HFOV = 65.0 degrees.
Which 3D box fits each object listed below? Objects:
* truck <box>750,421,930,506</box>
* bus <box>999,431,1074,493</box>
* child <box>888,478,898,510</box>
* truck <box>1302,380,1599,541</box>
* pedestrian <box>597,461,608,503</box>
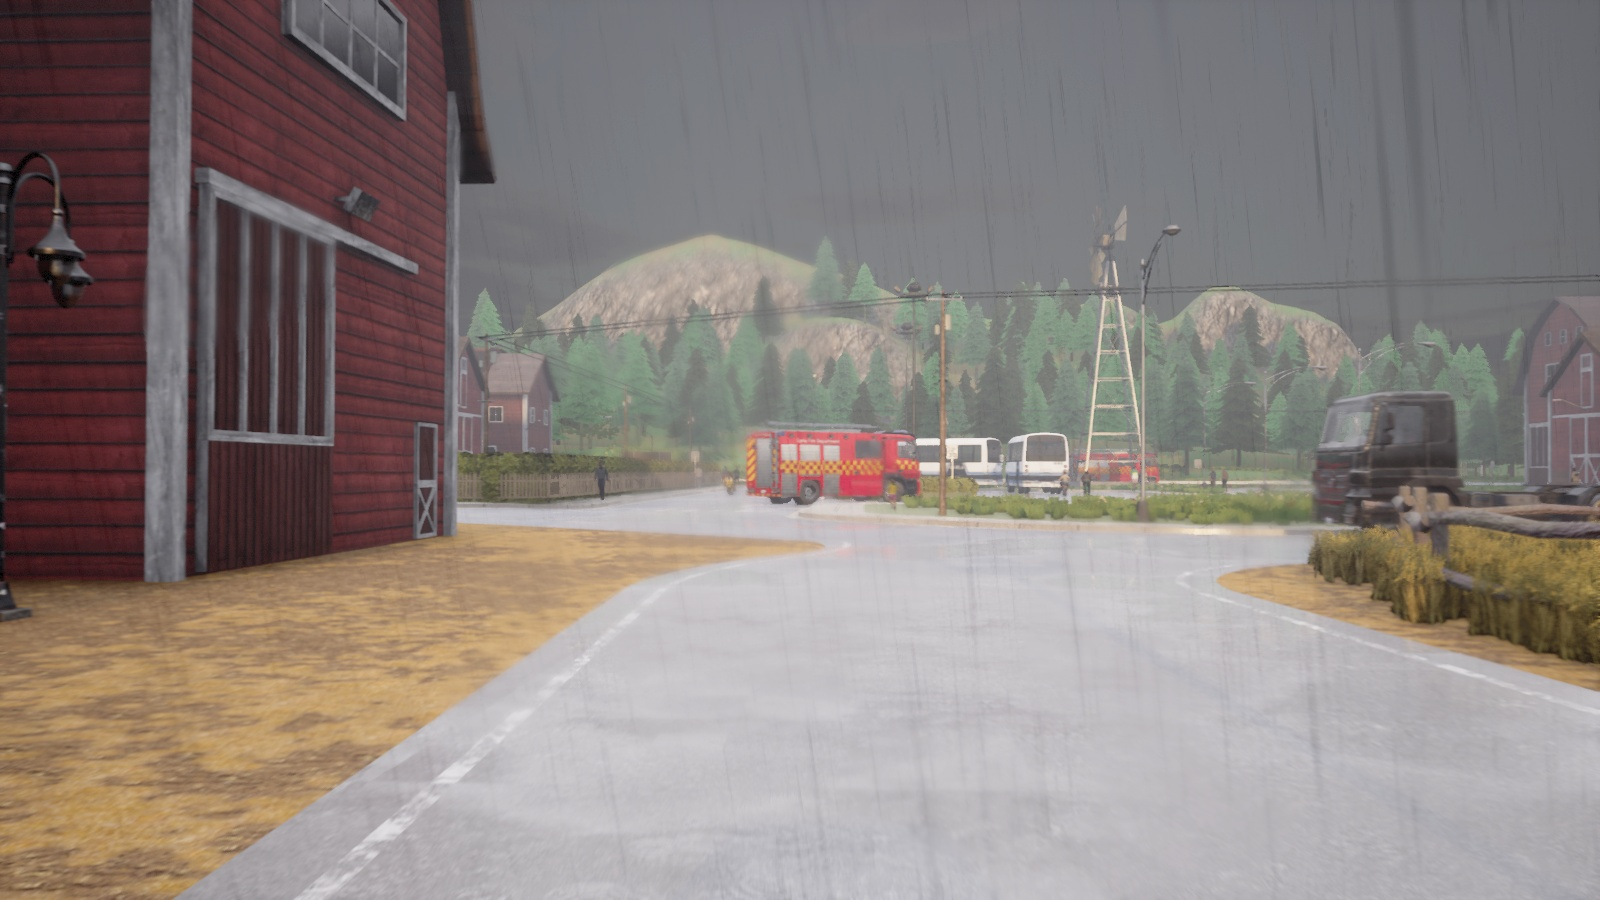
[{"bbox_3d":[1.992,0.647,60.033,8.468,3.827,2.891,0,-1,-33],"label":"truck"},{"bbox_3d":[17.139,0.907,91.857,3.944,4.253,10.273,0,-1,2],"label":"bus"},{"bbox_3d":[3.346,1.577,45.078,0.299,1.160,0.473,0,-1,-3],"label":"child"},{"bbox_3d":[15.905,0.246,28.363,7.936,3.462,2.891,0,-1,3],"label":"truck"},{"bbox_3d":[-9.157,1.481,58.235,0.423,1.949,0.788,0,-1,-3],"label":"pedestrian"}]
